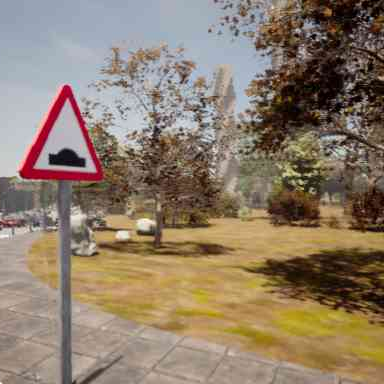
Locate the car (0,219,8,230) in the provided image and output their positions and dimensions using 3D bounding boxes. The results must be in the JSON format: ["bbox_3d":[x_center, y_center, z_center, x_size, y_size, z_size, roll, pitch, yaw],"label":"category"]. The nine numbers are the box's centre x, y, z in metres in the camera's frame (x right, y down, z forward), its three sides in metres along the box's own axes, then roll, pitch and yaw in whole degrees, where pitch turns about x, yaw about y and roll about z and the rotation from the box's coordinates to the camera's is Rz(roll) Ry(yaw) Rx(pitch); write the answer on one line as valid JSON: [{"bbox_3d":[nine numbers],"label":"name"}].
[{"bbox_3d":[-19.881,3.102,32.497,1.837,1.490,4.892,0,-4,-15],"label":"car"}]

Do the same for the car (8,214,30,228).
[{"bbox_3d":[-22.779,3.863,42.793,1.994,1.385,4.181,-1,-3,-15],"label":"car"}]

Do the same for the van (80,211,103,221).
[{"bbox_3d":[-21.181,4.965,70.149,4.442,1.987,1.878,0,-3,-15],"label":"van"}]

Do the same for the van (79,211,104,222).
[{"bbox_3d":[-18.805,4.528,62.237,4.442,1.987,1.878,-1,-3,-15],"label":"van"}]

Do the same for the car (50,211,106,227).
[{"bbox_3d":[-11.042,2.880,32.994,4.892,1.521,2.231,-1,-4,-15],"label":"car"}]

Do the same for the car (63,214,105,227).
[{"bbox_3d":[-13.152,3.460,40.958,4.792,1.488,2.163,-1,-3,-15],"label":"car"}]

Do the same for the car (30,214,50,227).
[{"bbox_3d":[-19.858,3.889,44.453,1.994,1.385,4.181,-1,-3,-15],"label":"car"}]

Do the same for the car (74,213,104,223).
[{"bbox_3d":[-17.508,4.475,56.879,4.792,1.488,2.163,-1,-3,-15],"label":"car"}]

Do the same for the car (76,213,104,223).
[{"bbox_3d":[-18.167,4.629,59.548,4.792,1.488,2.163,-1,-3,-15],"label":"car"}]

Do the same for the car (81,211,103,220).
[{"bbox_3d":[-21.754,5.197,72.837,4.553,1.767,2.185,-1,-2,-15],"label":"car"}]

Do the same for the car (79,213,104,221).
[{"bbox_3d":[-20.352,5.050,67.508,4.892,1.521,2.231,-1,-3,-15],"label":"car"}]

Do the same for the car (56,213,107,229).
[{"bbox_3d":[-11.756,3.065,35.649,5.008,1.535,2.097,-1,-4,-15],"label":"car"}]

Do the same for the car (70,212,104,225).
[{"bbox_3d":[-15.362,3.830,48.914,4.553,1.767,2.185,-1,-3,-15],"label":"car"}]

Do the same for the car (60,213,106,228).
[{"bbox_3d":[-12.460,3.249,38.304,4.892,1.521,2.231,-1,-4,-15],"label":"car"}]

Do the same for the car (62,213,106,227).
[{"bbox_3d":[-14.077,3.607,43.564,5.366,1.575,1.946,-1,-3,-15],"label":"car"}]

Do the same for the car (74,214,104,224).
[{"bbox_3d":[-16.760,4.324,54.229,4.674,1.452,2.002,-1,-3,-15],"label":"car"}]
